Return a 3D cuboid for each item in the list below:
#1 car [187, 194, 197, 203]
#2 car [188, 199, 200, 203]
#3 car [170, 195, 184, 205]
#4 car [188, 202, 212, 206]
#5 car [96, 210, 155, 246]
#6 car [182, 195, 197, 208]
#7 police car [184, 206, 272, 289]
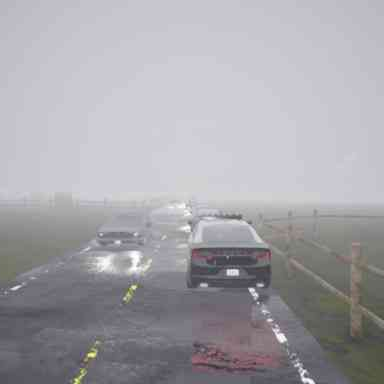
[{"bbox_3d":[0.018,1.333,66.929,2.097,1.767,4.553,0,0,0],"label":"car"},{"bbox_3d":[0.830,1.521,25.209,1.812,1.442,4.674,0,0,0],"label":"car"},{"bbox_3d":[-2.817,1.587,57.816,1.895,1.301,4.718,0,0,0],"label":"car"},{"bbox_3d":[0.829,1.522,19.209,1.812,1.442,4.674,0,0,0],"label":"car"},{"bbox_3d":[-2.847,1.546,15.450,2.033,1.411,5.357,0,0,0],"label":"car"},{"bbox_3d":[0.039,1.538,45.761,2.033,1.411,5.357,0,0,1],"label":"car"},{"bbox_3d":[0.826,1.424,9.319,1.930,1.638,5.238,0,0,0],"label":"police car"}]
